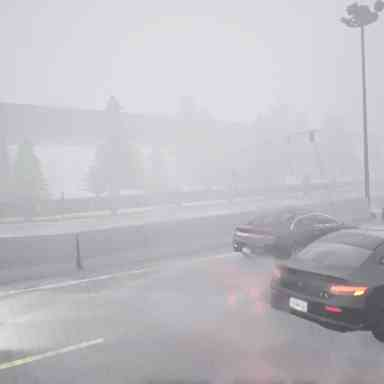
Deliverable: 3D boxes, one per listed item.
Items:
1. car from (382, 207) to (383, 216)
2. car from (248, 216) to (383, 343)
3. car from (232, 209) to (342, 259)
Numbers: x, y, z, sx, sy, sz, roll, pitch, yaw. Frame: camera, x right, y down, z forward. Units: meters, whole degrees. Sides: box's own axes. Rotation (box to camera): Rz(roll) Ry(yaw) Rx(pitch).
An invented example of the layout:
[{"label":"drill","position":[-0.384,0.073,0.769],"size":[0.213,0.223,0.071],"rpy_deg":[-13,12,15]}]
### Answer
[{"label":"car","position":[10.946,0.820,15.953],"size":[4.892,1.490,1.837],"rpy_deg":[-4,2,-36]},{"label":"car","position":[3.416,1.426,6.214],"size":[4.674,1.442,1.812],"rpy_deg":[-2,1,-36]},{"label":"car","position":[3.456,1.305,10.557],"size":[4.902,1.511,2.128],"rpy_deg":[-3,2,-36]}]
